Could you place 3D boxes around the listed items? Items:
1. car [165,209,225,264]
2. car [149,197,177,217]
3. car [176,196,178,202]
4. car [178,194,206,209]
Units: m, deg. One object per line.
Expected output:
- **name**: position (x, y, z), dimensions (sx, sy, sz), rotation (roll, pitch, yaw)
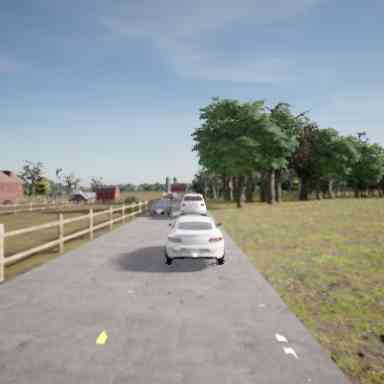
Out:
- **car**: position (0.092, 1.531, 11.739), dimensions (1.812, 1.442, 4.674), rotation (0, 0, 0)
- **car**: position (-2.850, 1.502, 31.304), dimensions (2.128, 1.511, 4.902), rotation (0, 0, 0)
- **car**: position (-2.757, 1.536, 71.961), dimensions (1.812, 1.442, 4.674), rotation (0, 0, 0)
- **car**: position (0.095, 1.232, 30.192), dimensions (2.150, 2.045, 5.566), rotation (0, 0, 0)
